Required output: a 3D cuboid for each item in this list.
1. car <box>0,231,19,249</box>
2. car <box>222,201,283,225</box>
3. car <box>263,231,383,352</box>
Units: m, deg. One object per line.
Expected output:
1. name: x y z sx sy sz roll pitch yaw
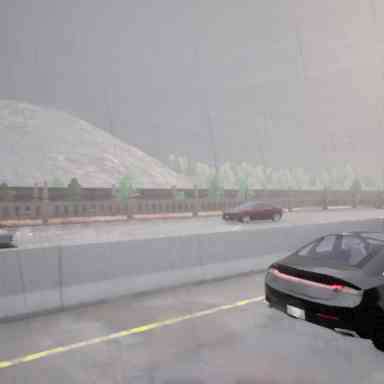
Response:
1. car: -6.781 1.471 7.704 4.892 1.490 1.837 0 0 -36
2. car: 4.432 1.428 24.087 5.008 1.535 1.882 0 0 -35
3. car: 3.453 1.483 6.097 4.902 1.511 2.128 0 0 -35
